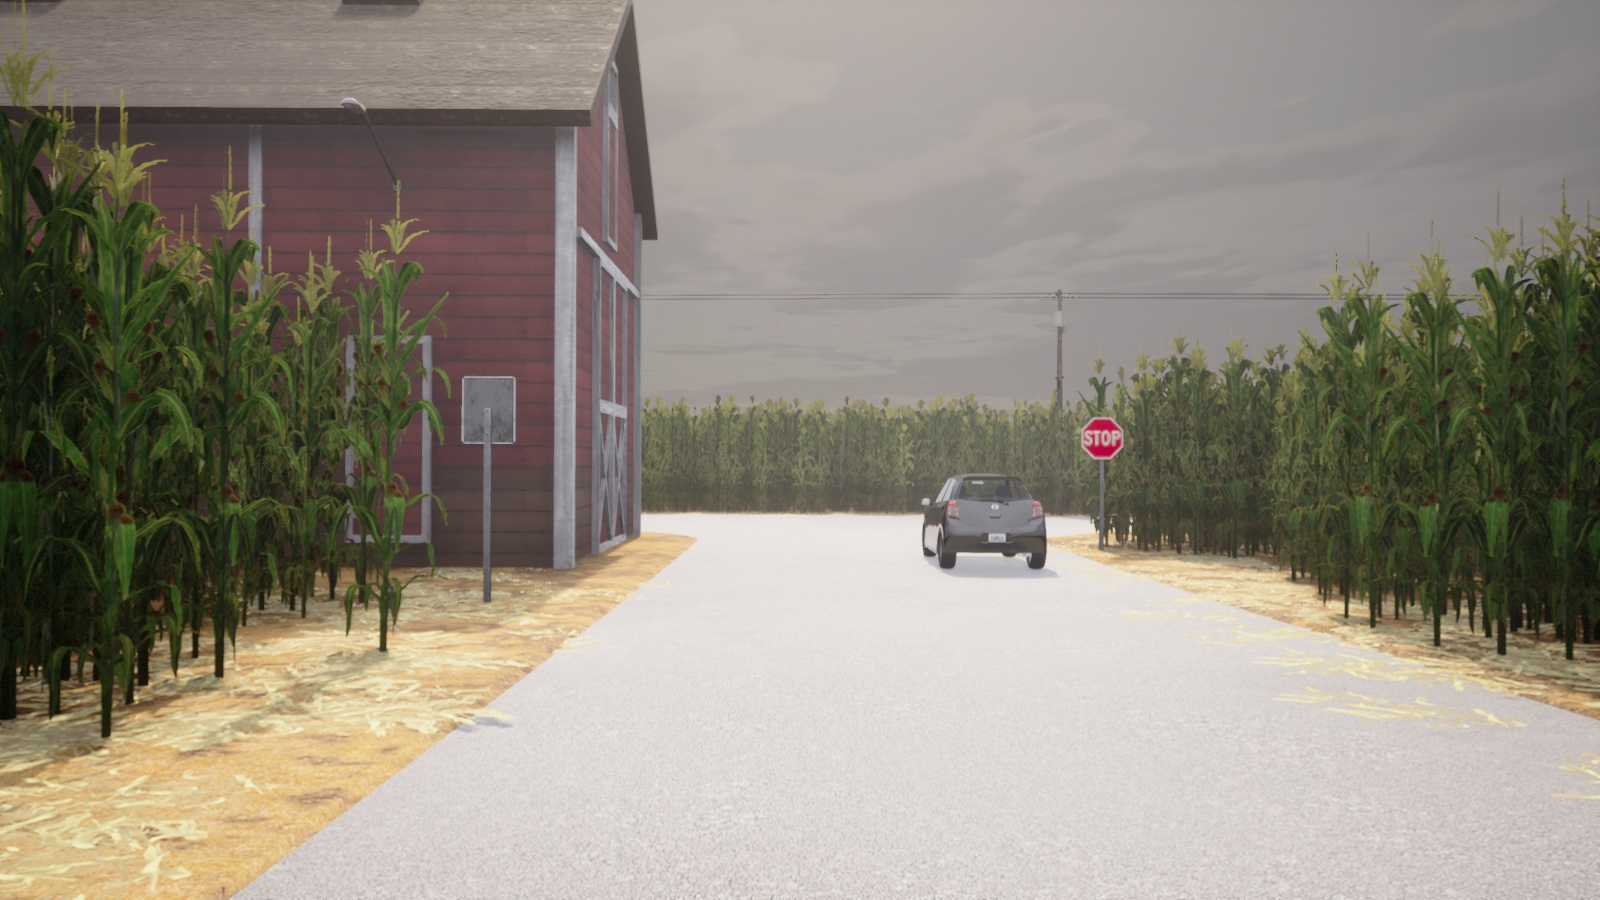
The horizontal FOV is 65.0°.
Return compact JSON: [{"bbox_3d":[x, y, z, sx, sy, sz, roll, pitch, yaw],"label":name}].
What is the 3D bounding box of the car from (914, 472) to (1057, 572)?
[{"bbox_3d":[3.025,1.137,21.136,1.845,1.501,3.633,0,0,0],"label":"car"}]
